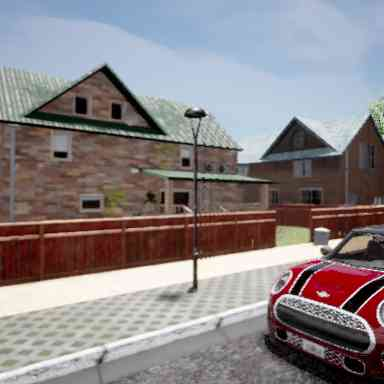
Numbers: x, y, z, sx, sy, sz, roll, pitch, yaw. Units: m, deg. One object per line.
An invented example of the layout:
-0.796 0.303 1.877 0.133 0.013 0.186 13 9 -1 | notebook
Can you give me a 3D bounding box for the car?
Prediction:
3.345 1.363 5.456 4.553 1.767 2.097 0 0 -35 | car
